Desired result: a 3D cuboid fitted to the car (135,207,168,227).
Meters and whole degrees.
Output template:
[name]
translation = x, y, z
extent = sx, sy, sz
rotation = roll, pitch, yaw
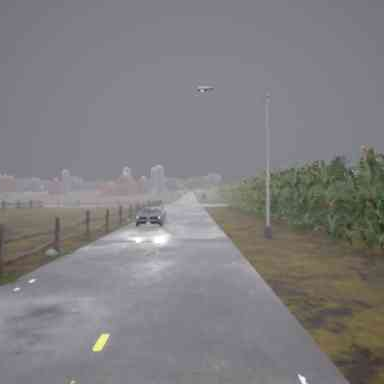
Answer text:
[car]
translation = -2.851, 1.754, 23.949
extent = 1.895, 1.301, 4.718
rotation = 0, 0, 0
